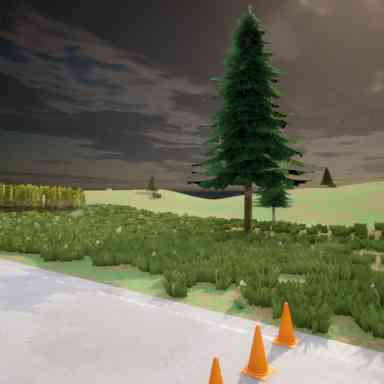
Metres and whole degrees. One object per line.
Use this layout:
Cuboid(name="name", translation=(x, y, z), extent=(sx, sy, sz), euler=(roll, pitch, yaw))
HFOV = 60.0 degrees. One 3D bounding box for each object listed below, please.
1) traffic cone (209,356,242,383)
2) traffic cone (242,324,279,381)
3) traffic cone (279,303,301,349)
Cuboid(name="traffic cone", translation=(0.243, 1.955, 3.359), extent=(0.340, 0.580, 0.340), euler=(0, 0, 36))
Cuboid(name="traffic cone", translation=(0.828, 1.955, 4.171), extent=(0.340, 0.580, 0.340), euler=(0, 0, 36))
Cuboid(name="traffic cone", translation=(1.412, 1.955, 4.982), extent=(0.340, 0.580, 0.340), euler=(0, 0, 36))
